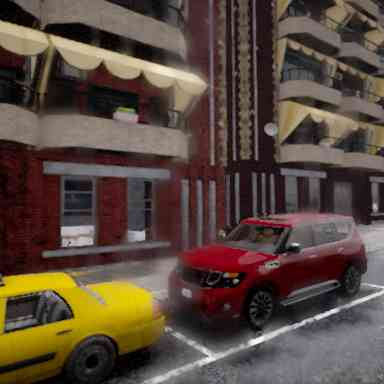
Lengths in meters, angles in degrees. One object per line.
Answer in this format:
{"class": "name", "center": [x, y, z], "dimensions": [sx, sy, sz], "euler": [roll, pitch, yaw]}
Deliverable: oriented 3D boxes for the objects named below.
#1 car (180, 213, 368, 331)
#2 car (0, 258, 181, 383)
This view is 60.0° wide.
{"class": "car", "center": [1.946, 1.468, 7.425], "dimensions": [5.009, 1.841, 2.192], "euler": [-1, 0, -36]}
{"class": "car", "center": [-2.672, 1.721, 4.083], "dimensions": [4.829, 1.417, 1.752], "euler": [-1, 0, -36]}
